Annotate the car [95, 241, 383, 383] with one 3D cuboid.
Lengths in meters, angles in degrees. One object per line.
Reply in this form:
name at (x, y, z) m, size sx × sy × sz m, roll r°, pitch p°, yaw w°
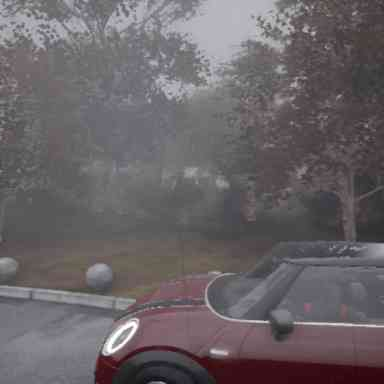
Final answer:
car at (1.322, 1.348, 3.566) m, size 4.553 × 1.767 × 2.097 m, roll 0°, pitch 0°, yaw 10°
